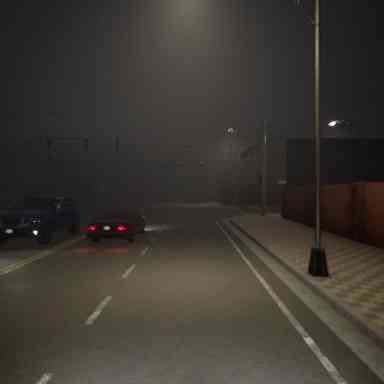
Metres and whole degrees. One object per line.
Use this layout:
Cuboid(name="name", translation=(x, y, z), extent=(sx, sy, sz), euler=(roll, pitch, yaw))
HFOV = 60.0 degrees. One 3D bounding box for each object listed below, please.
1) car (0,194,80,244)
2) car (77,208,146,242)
Cuboid(name="car", translation=(-7.043, 1.151, 15.659), extent=(2.150, 2.045, 5.566), euler=(0, 0, 1))
Cuboid(name="car", translation=(-3.403, 1.476, 15.804), extent=(2.033, 1.411, 5.357), euler=(0, 0, 0))
